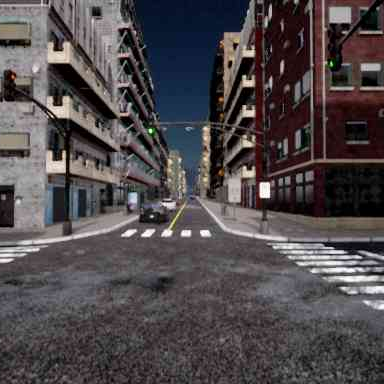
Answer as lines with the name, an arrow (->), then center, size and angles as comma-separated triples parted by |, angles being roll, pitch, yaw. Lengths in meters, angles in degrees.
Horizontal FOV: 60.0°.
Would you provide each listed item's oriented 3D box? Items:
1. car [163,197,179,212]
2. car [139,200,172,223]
car -> -2.844, 1.550, 38.511 | 1.812, 1.442, 4.674 | 0, 0, 0
car -> -2.847, 1.569, 25.634 | 1.994, 1.385, 4.181 | 0, 0, 0
